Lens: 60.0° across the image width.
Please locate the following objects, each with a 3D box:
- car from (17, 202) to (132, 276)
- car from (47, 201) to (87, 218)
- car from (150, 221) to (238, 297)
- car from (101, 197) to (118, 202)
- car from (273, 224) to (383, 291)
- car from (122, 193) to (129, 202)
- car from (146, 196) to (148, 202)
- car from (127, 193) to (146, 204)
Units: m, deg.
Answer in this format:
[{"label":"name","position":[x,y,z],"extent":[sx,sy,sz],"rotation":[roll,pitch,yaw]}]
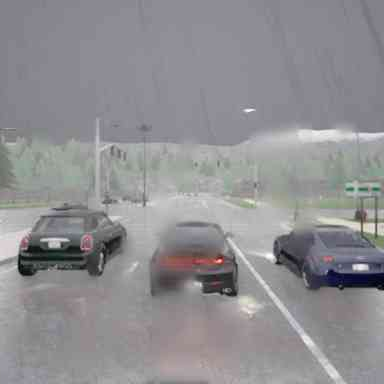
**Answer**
[{"label":"car","position":[-3.434,1.347,10.466],"extent":[2.097,1.767,4.553],"rotation":[0,0,0]},{"label":"car","position":[-11.343,1.593,30.621],"extent":[1.895,1.301,4.718],"rotation":[0,0,1]},{"label":"car","position":[0.057,1.501,8.585],"extent":[1.837,1.490,4.892],"rotation":[0,0,0]},{"label":"car","position":[-14.485,1.573,58.625],"extent":[1.895,1.301,4.718],"rotation":[0,0,1]},{"label":"car","position":[3.564,1.560,9.038],"extent":[1.994,1.385,4.181],"rotation":[0,0,0]},{"label":"car","position":[-14.180,1.173,74.594],"extent":[2.150,2.045,5.566],"rotation":[0,0,1]},{"label":"car","position":[-10.710,1.479,72.563],"extent":[2.128,1.511,4.902],"rotation":[0,0,1]},{"label":"car","position":[-10.849,1.473,65.316],"extent":[1.837,1.490,4.892],"rotation":[0,0,1]}]
